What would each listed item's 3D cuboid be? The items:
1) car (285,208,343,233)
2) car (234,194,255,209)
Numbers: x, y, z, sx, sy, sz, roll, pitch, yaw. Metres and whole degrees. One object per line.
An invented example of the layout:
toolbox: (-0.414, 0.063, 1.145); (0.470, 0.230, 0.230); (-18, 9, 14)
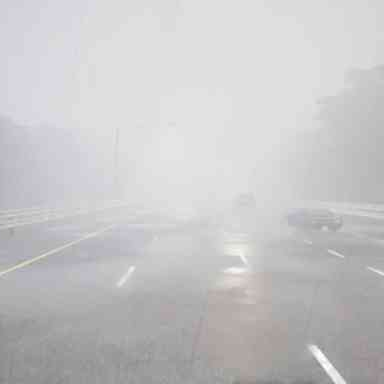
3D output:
car: (6.999, 1.604, 19.699); (1.895, 1.301, 4.718); (0, 0, 0)
car: (6.998, 1.244, 44.608); (2.150, 2.045, 5.566); (0, 0, 0)
